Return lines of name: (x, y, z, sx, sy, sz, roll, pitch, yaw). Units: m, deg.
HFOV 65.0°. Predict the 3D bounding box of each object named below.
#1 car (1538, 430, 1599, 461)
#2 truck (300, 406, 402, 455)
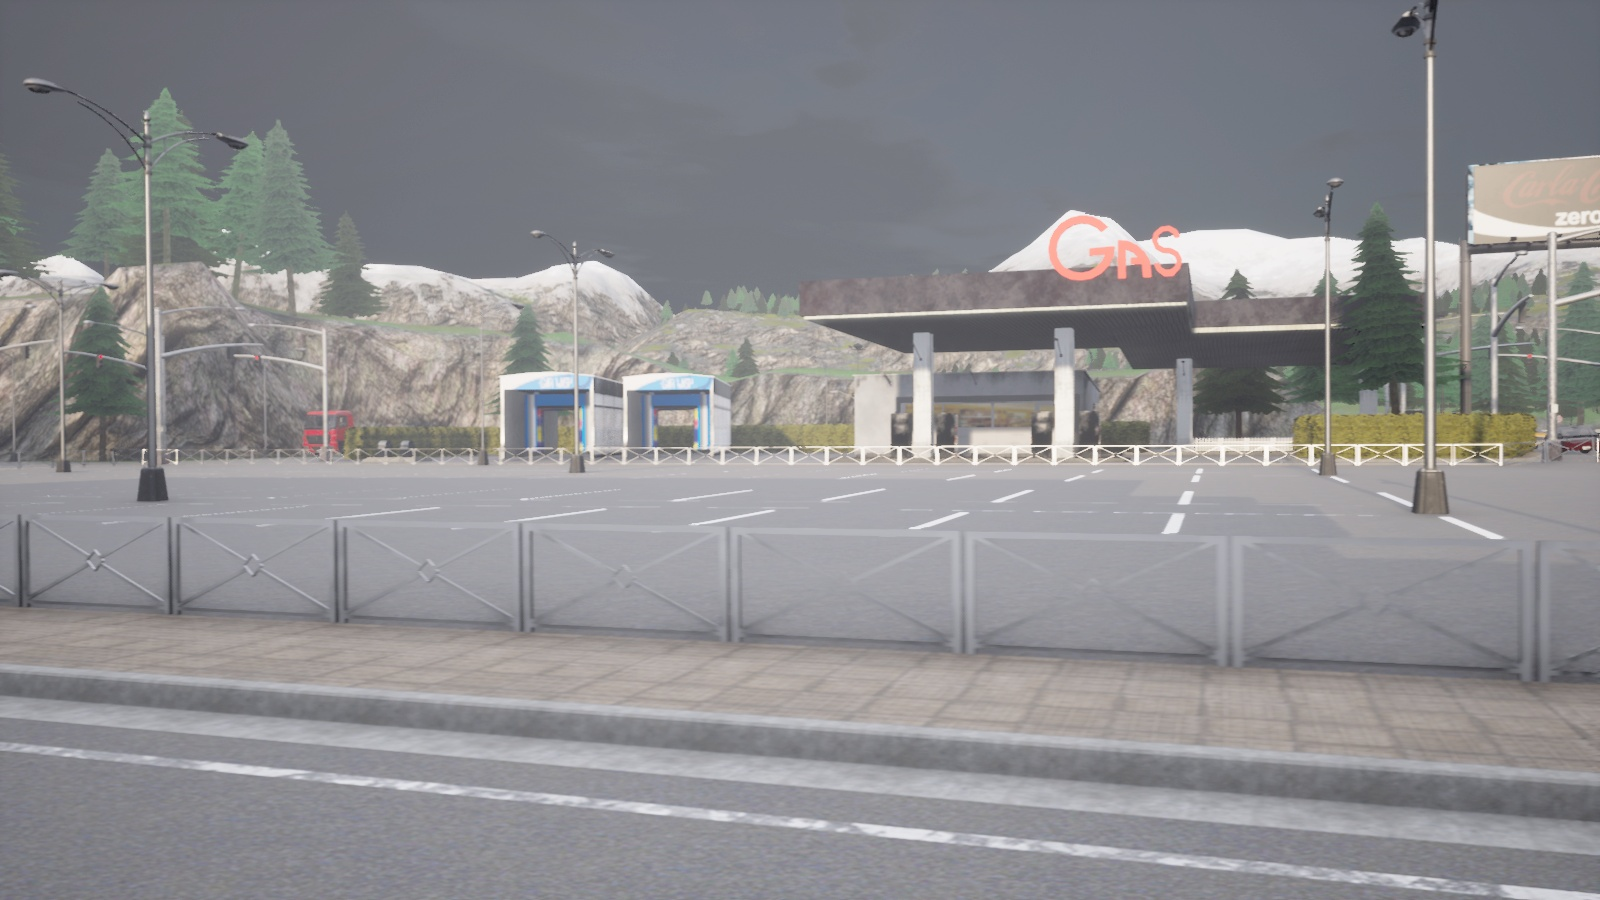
car: (39.169, -0.230, 63.578, 2.163, 1.488, 4.792, -1, 0, 19)
truck: (-33.191, -1.461, 93.219, 2.891, 3.462, 7.936, 0, 1, 18)
